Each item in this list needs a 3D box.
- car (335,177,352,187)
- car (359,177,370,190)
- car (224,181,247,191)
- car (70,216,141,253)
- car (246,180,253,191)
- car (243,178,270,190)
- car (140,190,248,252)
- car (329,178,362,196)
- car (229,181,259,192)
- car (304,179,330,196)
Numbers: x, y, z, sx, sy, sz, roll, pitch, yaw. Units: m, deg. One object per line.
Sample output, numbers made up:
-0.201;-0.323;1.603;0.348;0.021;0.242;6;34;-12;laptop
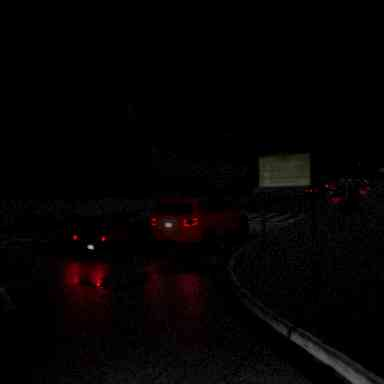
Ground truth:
25.253;-1.661;55.324;2.033;1.411;5.357;-1;3;30;car
22.615;-1.109;45.277;1.882;1.535;5.008;-1;3;32;car
5.348;-0.486;49.651;4.792;1.488;2.163;-3;3;14;car
-2.778;1.657;14.162;1.895;1.301;4.718;-1;1;24;car
6.982;-0.723;52.116;4.892;1.521;2.231;-3;3;13;car
11.591;-1.455;59.639;4.553;1.767;2.185;-3;2;12;car
0.532;1.181;14.305;2.150;2.045;5.566;-2;1;31;car
16.904;-0.403;36.522;1.882;1.535;5.008;-1;4;34;car
8.552;-0.888;54.619;4.674;1.452;2.002;-3;2;13;car
14.427;-0.299;38.210;2.033;1.411;5.357;-1;4;35;car
